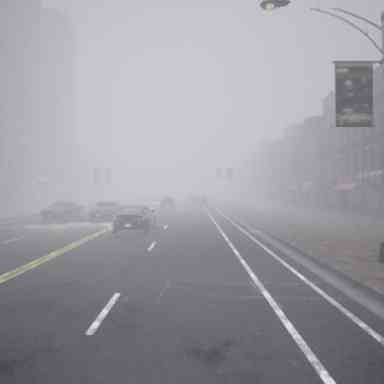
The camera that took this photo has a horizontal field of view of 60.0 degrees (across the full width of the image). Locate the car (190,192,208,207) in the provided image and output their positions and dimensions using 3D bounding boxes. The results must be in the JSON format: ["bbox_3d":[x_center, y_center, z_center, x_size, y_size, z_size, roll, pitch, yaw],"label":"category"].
[{"bbox_3d":[1.127,1.091,45.993,2.097,1.767,4.553,0,0,0],"label":"car"}]

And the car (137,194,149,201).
[{"bbox_3d":[-9.767,1.098,66.509,1.812,1.442,4.674,0,1,0],"label":"car"}]

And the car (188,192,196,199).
[{"bbox_3d":[-0.017,0.862,82.818,1.837,1.490,4.892,0,0,0],"label":"car"}]

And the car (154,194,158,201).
[{"bbox_3d":[-6.518,1.085,66.927,2.128,1.511,4.902,0,0,0],"label":"car"}]

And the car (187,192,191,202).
[{"bbox_3d":[-0.013,1.084,64.828,1.837,1.490,4.892,0,1,0],"label":"car"}]

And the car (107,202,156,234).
[{"bbox_3d":[-3.155,1.449,18.675,1.812,1.442,4.674,0,0,0],"label":"car"}]

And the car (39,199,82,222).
[{"bbox_3d":[-9.852,1.360,25.425,1.882,1.535,5.008,0,0,0],"label":"car"}]

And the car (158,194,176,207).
[{"bbox_3d":[-3.158,1.254,44.817,1.837,1.490,4.892,0,0,0],"label":"car"}]

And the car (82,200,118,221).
[{"bbox_3d":[-6.601,1.385,25.700,1.837,1.490,4.892,0,0,0],"label":"car"}]
